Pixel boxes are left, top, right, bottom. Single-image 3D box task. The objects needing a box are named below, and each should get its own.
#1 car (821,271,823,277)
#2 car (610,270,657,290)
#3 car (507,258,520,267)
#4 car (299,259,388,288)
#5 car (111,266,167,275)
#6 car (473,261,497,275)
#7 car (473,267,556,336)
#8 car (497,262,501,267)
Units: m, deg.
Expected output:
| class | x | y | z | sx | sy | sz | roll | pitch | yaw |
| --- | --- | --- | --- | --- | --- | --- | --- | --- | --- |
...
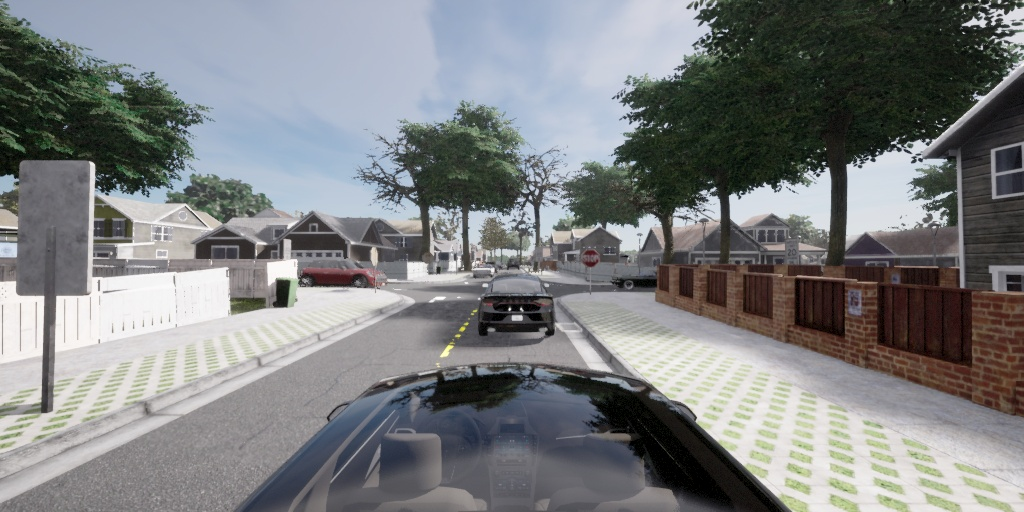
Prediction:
| class | x | y | z | sx | sy | sz | roll | pitch | yaw |
| --- | --- | --- | --- | --- | --- | --- | --- | --- | --- |
| car | 19.408 | 1.676 | 24.071 | 4.892 | 1.490 | 1.837 | 1 | -1 | 0 |
| car | 9.062 | 1.596 | 23.964 | 4.718 | 1.301 | 1.895 | 1 | -1 | -1 |
| car | 0.222 | 1.389 | 64.115 | 2.150 | 2.045 | 5.566 | 0 | -1 | 0 |
| car | -9.460 | 0.978 | 20.377 | 4.553 | 1.767 | 2.097 | 1 | -1 | 5 |
| car | -20.273 | 0.988 | 20.712 | 4.892 | 1.490 | 1.837 | 0 | -1 | -1 |
| car | -2.782 | 1.472 | 35.759 | 1.895 | 1.301 | 4.718 | 0 | 0 | 0 |
| car | 0.118 | 1.239 | 10.488 | 1.882 | 1.535 | 5.008 | 0 | 0 | 0 |
| car | -2.753 | 1.470 | 46.812 | 1.837 | 1.490 | 4.892 | 0 | -1 | 0 |
